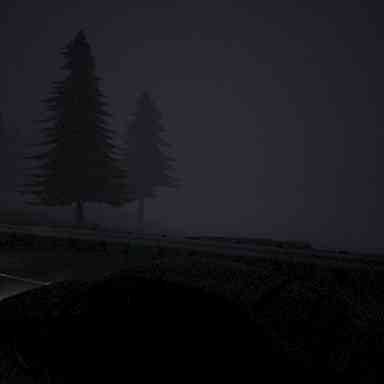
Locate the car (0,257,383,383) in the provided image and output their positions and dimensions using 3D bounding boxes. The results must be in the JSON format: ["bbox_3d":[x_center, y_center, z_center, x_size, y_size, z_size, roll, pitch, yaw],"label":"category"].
[{"bbox_3d":[-0.145,1.535,3.882,5.357,1.411,2.033,0,0,33],"label":"car"}]
